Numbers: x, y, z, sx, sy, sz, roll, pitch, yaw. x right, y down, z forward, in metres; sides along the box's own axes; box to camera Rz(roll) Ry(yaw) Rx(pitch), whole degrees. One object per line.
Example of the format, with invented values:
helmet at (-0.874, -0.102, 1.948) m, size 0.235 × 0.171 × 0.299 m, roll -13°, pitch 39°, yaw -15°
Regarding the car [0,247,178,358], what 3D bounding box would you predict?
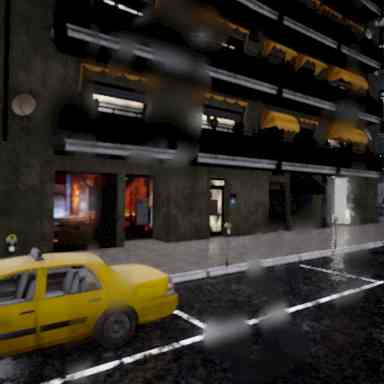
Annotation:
car at (-2.514, 1.531, 4.756) m, size 4.829 × 1.417 × 1.752 m, roll 1°, pitch 0°, yaw -35°
